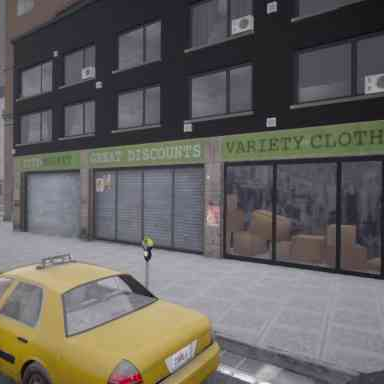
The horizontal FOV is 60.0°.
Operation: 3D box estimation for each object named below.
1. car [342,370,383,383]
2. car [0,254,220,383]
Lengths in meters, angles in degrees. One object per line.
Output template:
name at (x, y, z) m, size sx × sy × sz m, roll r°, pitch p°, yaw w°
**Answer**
car at (2.712, 1.551, 1.160) m, size 4.403 × 1.369 × 2.008 m, roll 0°, pitch 1°, yaw 35°
car at (-1.980, 1.524, 4.494) m, size 4.829 × 1.417 × 1.752 m, roll 0°, pitch 1°, yaw 35°
